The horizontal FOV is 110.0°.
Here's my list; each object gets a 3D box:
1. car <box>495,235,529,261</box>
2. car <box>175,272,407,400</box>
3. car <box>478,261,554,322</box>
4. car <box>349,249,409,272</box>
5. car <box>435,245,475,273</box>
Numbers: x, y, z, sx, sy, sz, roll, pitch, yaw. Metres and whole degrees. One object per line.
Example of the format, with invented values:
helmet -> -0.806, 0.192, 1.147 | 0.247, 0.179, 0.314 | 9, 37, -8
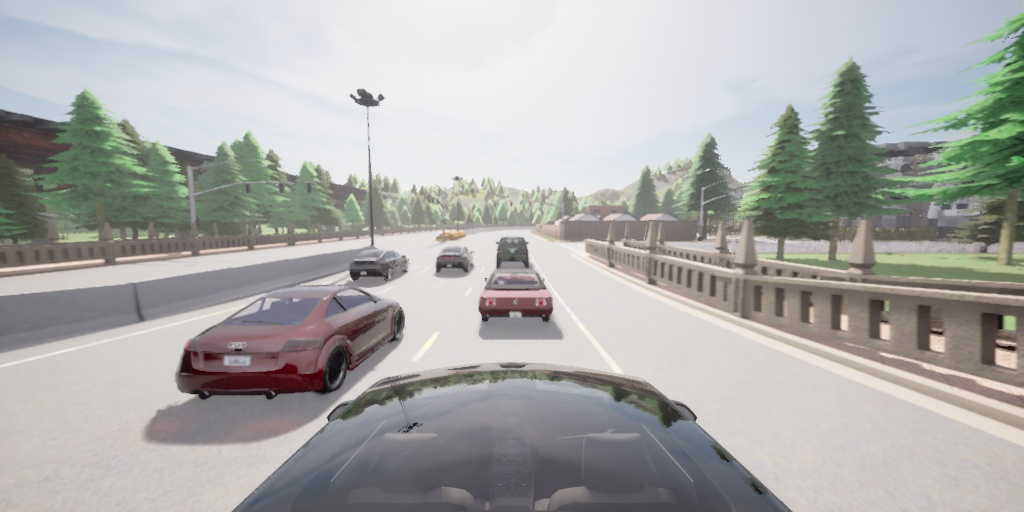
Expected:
car -> 0.026, -0.421, 24.669 | 2.150, 2.045, 5.566 | 0, 5, 0
car -> -3.402, 1.195, 6.440 | 1.994, 1.385, 4.181 | 0, 2, 0
car -> 0.088, 1.034, 10.891 | 1.895, 1.301, 4.718 | 0, 3, 0
car -> -6.949, 0.362, 19.159 | 1.837, 1.490, 4.892 | 0, 5, 0
car -> -3.464, 0.086, 22.168 | 1.837, 1.490, 4.892 | 0, 5, 0
